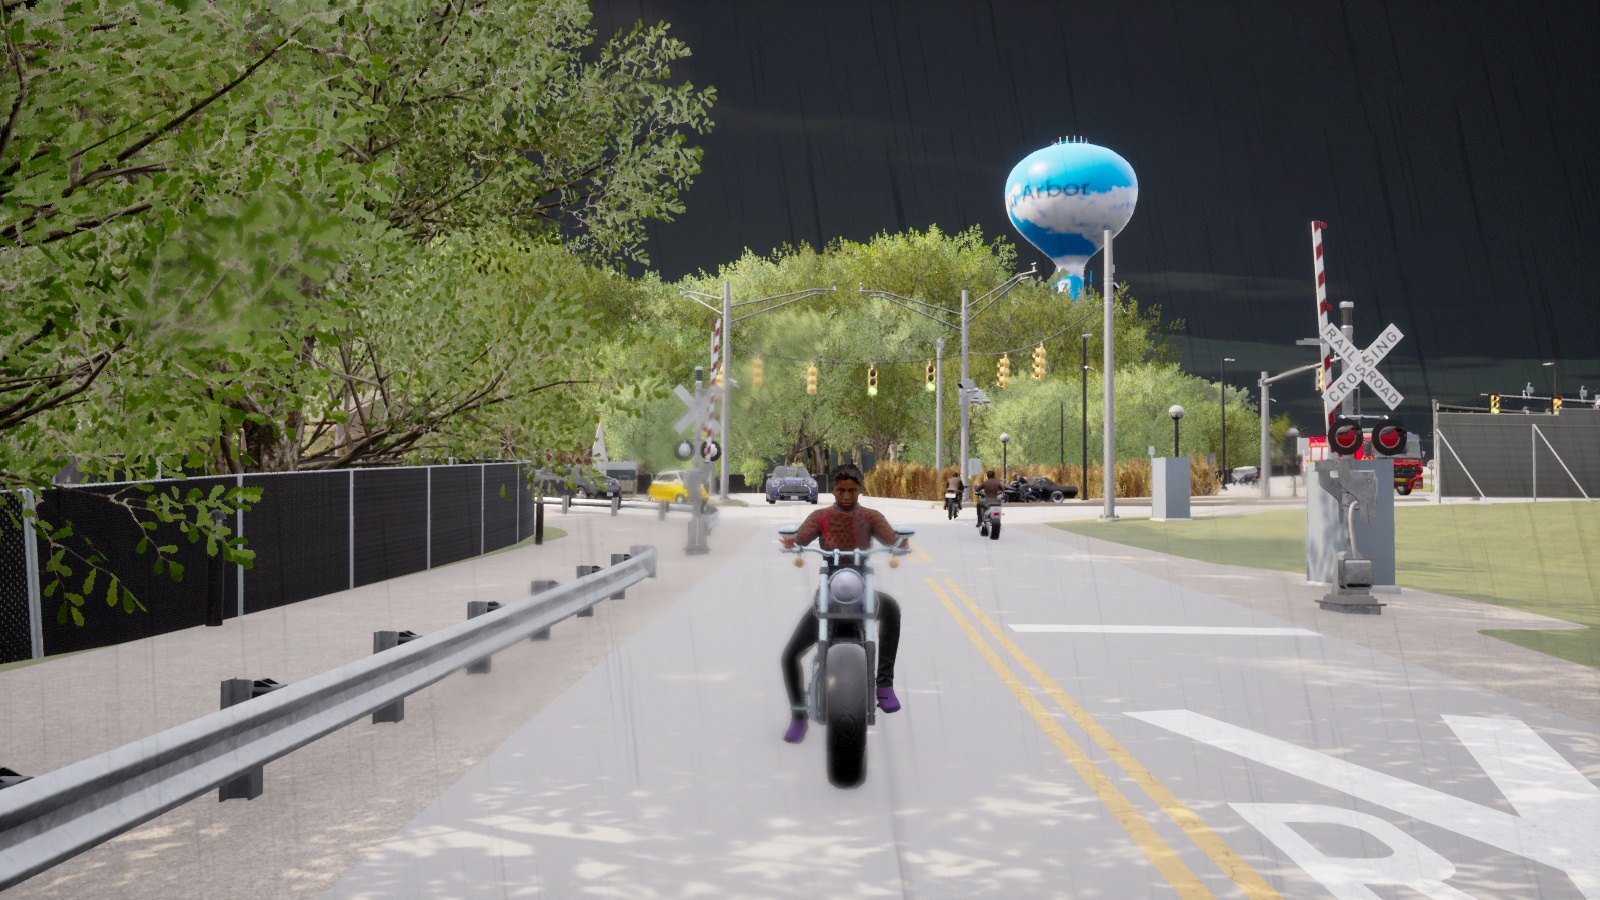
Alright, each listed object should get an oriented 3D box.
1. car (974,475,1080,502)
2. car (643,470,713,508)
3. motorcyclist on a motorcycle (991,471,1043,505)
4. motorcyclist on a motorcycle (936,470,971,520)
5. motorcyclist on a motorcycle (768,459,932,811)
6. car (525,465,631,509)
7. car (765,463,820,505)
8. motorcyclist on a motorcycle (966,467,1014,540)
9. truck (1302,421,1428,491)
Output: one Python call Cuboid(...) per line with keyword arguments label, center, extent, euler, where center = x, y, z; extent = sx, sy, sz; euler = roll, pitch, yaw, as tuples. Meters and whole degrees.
Cuboid(label="car", center=(10.908, 1.855, 60.601), extent=(4.718, 1.301, 1.895), euler=(0, -1, -4))
Cuboid(label="car", center=(-4.654, 1.502, 47.848), extent=(2.207, 1.376, 1.481), euler=(-2, -3, 34))
Cuboid(label="motorcyclist on a motorcycle", center=(9.858, 1.730, 57.018), extent=(2.191, 1.530, 0.866), euler=(0, -1, -4))
Cuboid(label="motorcyclist on a motorcycle", center=(4.931, 1.422, 40.174), extent=(0.797, 1.523, 2.044), euler=(2, 0, 15))
Cuboid(label="motorcyclist on a motorcycle", center=(0.270, 0.884, 7.085), extent=(0.766, 1.649, 2.350), euler=(0, -1, 2))
Cuboid(label="car", center=(-7.950, 1.329, 44.832), extent=(3.633, 1.501, 1.845), euler=(-1, -3, 41))
Cuboid(label="car", center=(-0.371, 1.471, 55.251), extent=(2.097, 1.767, 4.553), euler=(0, -1, -4))
Cuboid(label="motorcyclist on a motorcycle", center=(4.471, 1.249, 29.731), extent=(0.766, 1.649, 2.350), euler=(1, -1, 0))
Cuboid(label="truck", center=(32.606, 0.409, 72.906), extent=(2.891, 3.827, 8.468), euler=(0, -1, -5))
